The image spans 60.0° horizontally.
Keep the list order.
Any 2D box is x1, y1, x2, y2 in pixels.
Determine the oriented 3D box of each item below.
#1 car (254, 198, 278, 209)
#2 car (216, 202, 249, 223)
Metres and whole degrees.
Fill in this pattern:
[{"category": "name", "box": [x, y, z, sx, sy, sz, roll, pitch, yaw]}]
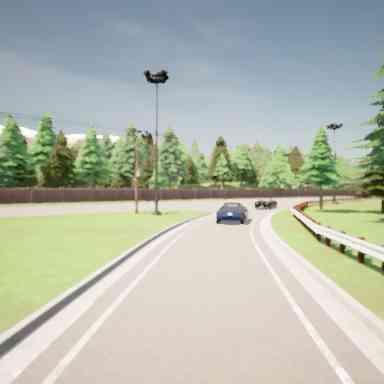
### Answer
[{"category": "car", "box": [9.226, 1.370, 41.007, 1.895, 1.301, 4.718, 0, 0, 26]}, {"category": "car", "box": [3.003, 1.426, 24.106, 1.994, 1.385, 4.181, 0, 0, 14]}]
